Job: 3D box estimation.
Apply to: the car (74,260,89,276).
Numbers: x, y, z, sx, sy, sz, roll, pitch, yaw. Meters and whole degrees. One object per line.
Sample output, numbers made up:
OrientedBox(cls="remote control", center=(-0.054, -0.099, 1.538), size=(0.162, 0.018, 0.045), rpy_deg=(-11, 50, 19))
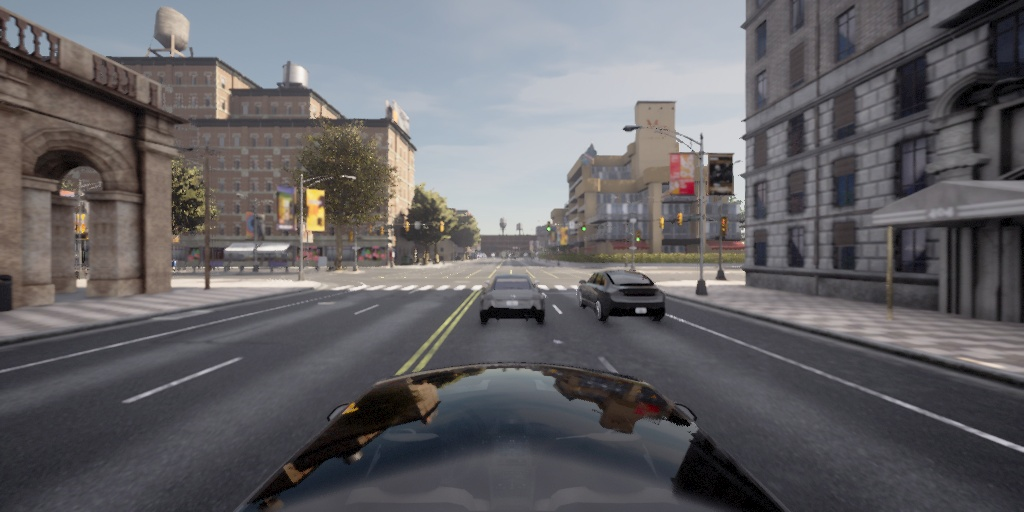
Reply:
OrientedBox(cls="car", center=(-44.082, 1.137, 35.432), size=(4.902, 1.511, 2.128), rpy_deg=(0, 0, 0))

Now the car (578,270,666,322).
OrientedBox(cls="car", center=(3.501, 1.223, 12.179), size=(1.837, 1.490, 4.892), rpy_deg=(0, 0, 0))

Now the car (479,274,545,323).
OrientedBox(cls="car", center=(0.003, 1.282, 12.052), size=(1.994, 1.385, 4.181), rpy_deg=(0, 0, 0))
